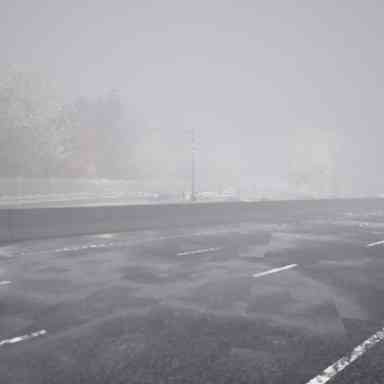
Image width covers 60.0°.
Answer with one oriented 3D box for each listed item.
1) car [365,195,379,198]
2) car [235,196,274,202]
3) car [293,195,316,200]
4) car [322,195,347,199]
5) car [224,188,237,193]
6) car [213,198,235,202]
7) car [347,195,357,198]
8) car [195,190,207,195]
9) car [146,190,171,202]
[{"bbox_3d":[33.797,1.297,62.519,4.902,1.511,2.128,0,0,-41],"label":"car"},{"bbox_3d":[7.768,1.264,39.792,5.008,1.535,1.882,0,0,-41],"label":"car"},{"bbox_3d":[18.061,1.244,53.431,4.902,1.511,2.128,0,0,-41],"label":"car"},{"bbox_3d":[21.873,1.255,52.103,5.008,1.535,1.882,0,0,-41],"label":"car"},{"bbox_3d":[8.953,-0.220,77.153,1.882,1.535,5.008,0,2,28],"label":"car"},{"bbox_3d":[4.766,1.363,41.816,4.718,1.301,1.895,0,0,-41],"label":"car"},{"bbox_3d":[29.889,1.273,63.747,4.902,1.511,2.128,0,0,-41],"label":"car"},{"bbox_3d":[1.743,0.342,63.330,2.128,1.511,4.902,0,2,26],"label":"car"},{"bbox_3d":[-4.958,0.478,49.252,2.097,1.767,4.553,0,1,26],"label":"car"}]
